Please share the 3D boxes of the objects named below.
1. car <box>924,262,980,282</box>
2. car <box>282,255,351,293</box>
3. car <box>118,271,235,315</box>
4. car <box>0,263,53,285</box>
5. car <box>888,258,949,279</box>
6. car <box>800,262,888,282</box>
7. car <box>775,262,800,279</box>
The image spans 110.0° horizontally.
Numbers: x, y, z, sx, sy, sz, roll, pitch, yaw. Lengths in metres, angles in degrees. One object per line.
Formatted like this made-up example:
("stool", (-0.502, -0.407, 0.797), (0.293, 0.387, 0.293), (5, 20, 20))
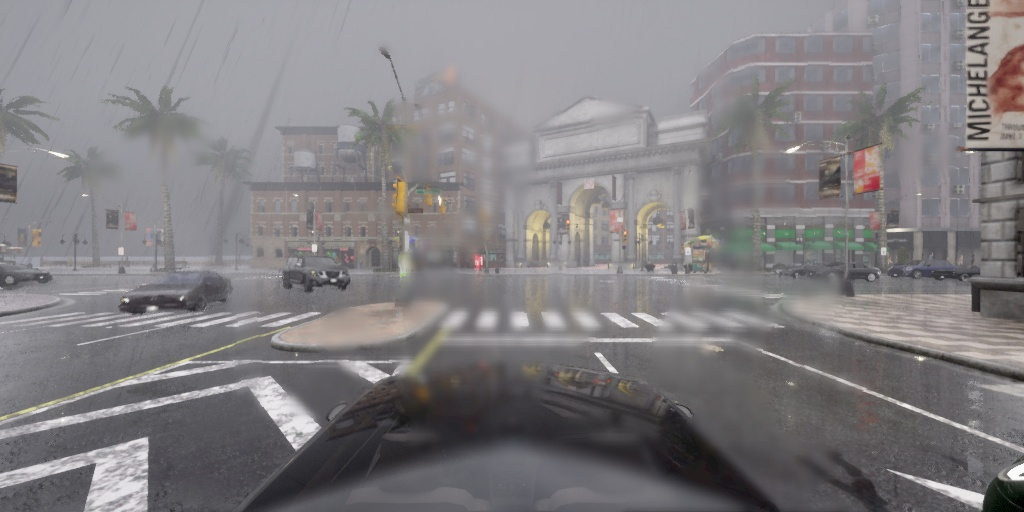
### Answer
("car", (36.294, 1.351, 28.329), (4.718, 1.301, 1.895), (0, 0, 2))
("car", (-11.622, 0.971, 21.123), (5.566, 2.045, 2.150), (0, -1, 42))
("car", (-12.591, 1.297, 13.967), (2.033, 1.411, 5.357), (0, 0, -23))
("car", (-35.714, 1.255, 25.385), (4.892, 1.490, 1.837), (0, 0, 1))
("car", (36.279, 1.102, 31.751), (4.553, 1.767, 2.097), (0, 0, 3))
("car", (26.294, 1.255, 28.504), (4.892, 1.490, 1.837), (0, 0, 1))
("car", (26.299, 1.242, 32.000), (4.902, 1.511, 2.128), (0, 0, 1))
